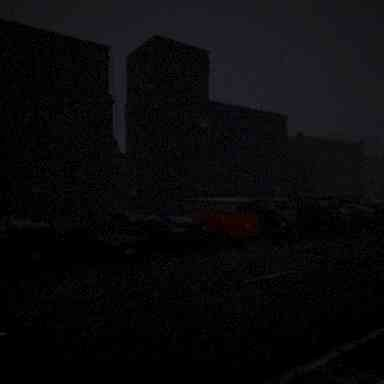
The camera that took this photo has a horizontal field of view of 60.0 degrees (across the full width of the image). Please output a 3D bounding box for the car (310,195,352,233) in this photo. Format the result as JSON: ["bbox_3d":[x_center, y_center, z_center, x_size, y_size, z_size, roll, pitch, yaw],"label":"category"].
[{"bbox_3d":[5.690,1.236,19.074,2.435,2.045,5.566,0,0,-35],"label":"car"}]

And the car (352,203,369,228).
[{"bbox_3d":[7.971,1.535,20.661,2.002,1.452,4.674,0,0,-35],"label":"car"}]

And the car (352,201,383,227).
[{"bbox_3d":[10.181,1.544,22.236,2.002,1.452,4.674,0,0,-35],"label":"car"}]

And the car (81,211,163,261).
[{"bbox_3d":[-3.330,1.497,12.575,2.163,1.488,4.792,0,0,-35],"label":"car"}]

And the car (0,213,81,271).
[{"bbox_3d":[-5.606,1.467,10.982,2.231,1.521,4.892,0,0,-35],"label":"car"}]

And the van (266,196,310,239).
[{"bbox_3d":[3.510,1.254,17.342,1.878,1.987,4.442,0,0,-35],"label":"van"}]

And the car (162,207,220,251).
[{"bbox_3d":[-1.184,1.511,14.137,2.002,1.452,4.674,0,0,-35],"label":"car"}]

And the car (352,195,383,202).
[{"bbox_3d":[12.411,1.263,23.793,2.435,2.045,5.566,0,0,-35],"label":"car"}]

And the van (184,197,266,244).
[{"bbox_3d":[1.113,1.250,15.921,1.878,1.987,4.442,0,0,-35],"label":"van"}]
